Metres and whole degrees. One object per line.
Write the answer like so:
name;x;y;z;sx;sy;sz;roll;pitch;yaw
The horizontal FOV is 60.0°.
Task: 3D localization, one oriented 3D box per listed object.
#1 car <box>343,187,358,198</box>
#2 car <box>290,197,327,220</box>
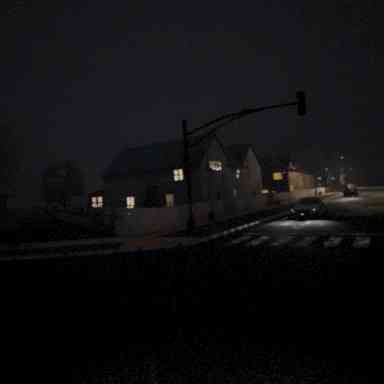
car;24.048;0.062;50.460;2.128;1.511;4.902;-4;0;30
car;8.267;1.082;23.489;1.812;1.442;4.674;-4;0;30
